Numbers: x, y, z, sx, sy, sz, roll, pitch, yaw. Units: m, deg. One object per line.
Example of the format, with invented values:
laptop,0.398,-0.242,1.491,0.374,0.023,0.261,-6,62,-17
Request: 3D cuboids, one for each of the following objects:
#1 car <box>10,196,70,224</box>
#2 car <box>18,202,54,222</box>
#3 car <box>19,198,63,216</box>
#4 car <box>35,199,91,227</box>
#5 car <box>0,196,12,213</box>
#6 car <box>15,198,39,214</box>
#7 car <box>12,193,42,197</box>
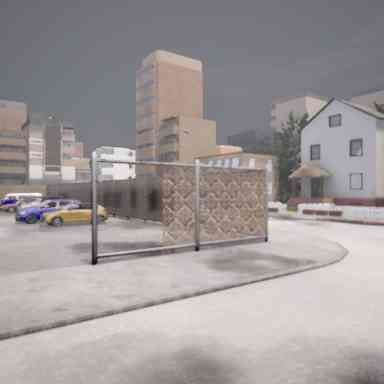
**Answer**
car,-10.078,1.349,23.847,4.611,1.667,2.242,0,0,-36
car,-11.812,1.453,25.225,2.207,1.379,1.481,0,0,-36
car,-14.584,1.414,32.190,3.633,1.501,1.845,0,0,-36
car,-7.635,1.417,21.694,4.193,1.474,1.816,0,0,-36
car,-17.638,1.476,35.759,5.357,1.415,2.033,0,0,-36
car,-17.636,1.404,35.481,1.789,1.547,3.705,0,0,-36
car,-12.365,1.244,27.486,3.866,1.878,1.905,0,0,-36
